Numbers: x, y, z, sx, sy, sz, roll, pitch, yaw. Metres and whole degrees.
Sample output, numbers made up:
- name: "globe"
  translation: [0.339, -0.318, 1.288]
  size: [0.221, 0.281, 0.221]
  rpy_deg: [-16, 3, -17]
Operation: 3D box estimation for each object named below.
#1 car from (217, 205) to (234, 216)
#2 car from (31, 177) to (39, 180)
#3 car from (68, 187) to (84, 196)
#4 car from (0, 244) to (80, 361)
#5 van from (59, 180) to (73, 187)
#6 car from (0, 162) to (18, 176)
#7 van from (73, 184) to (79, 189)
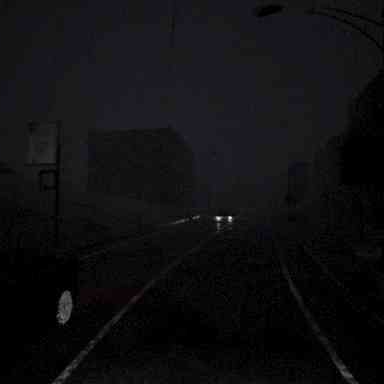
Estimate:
- name: "car"
  translation: [4.425, 2.462, 44.383]
  size: [1.812, 1.442, 4.674]
  rpy_deg: [0, -2, 12]
- name: "car"
  translation: [-24.055, -1.632, 52.060]
  size: [2.002, 1.452, 4.674]
  rpy_deg: [0, -4, -2]
- name: "car"
  translation: [-25.789, -0.102, 74.145]
  size: [2.163, 1.488, 4.792]
  rpy_deg: [1, -4, -6]
- name: "car"
  translation: [-3.203, 1.500, 4.262]
  size: [1.882, 1.535, 5.008]
  rpy_deg: [0, -1, 5]
- name: "van"
  translation: [-24.699, -1.158, 63.249]
  size: [1.878, 1.987, 4.442]
  rpy_deg: [1, -4, -4]
- name: "car"
  translation: [-23.817, -2.566, 41.052]
  size: [2.435, 2.045, 5.566]
  rpy_deg: [0, -3, 1]
- name: "van"
  translation: [-25.198, -0.761, 68.751]
  size: [1.878, 1.987, 4.442]
  rpy_deg: [1, -4, -5]
